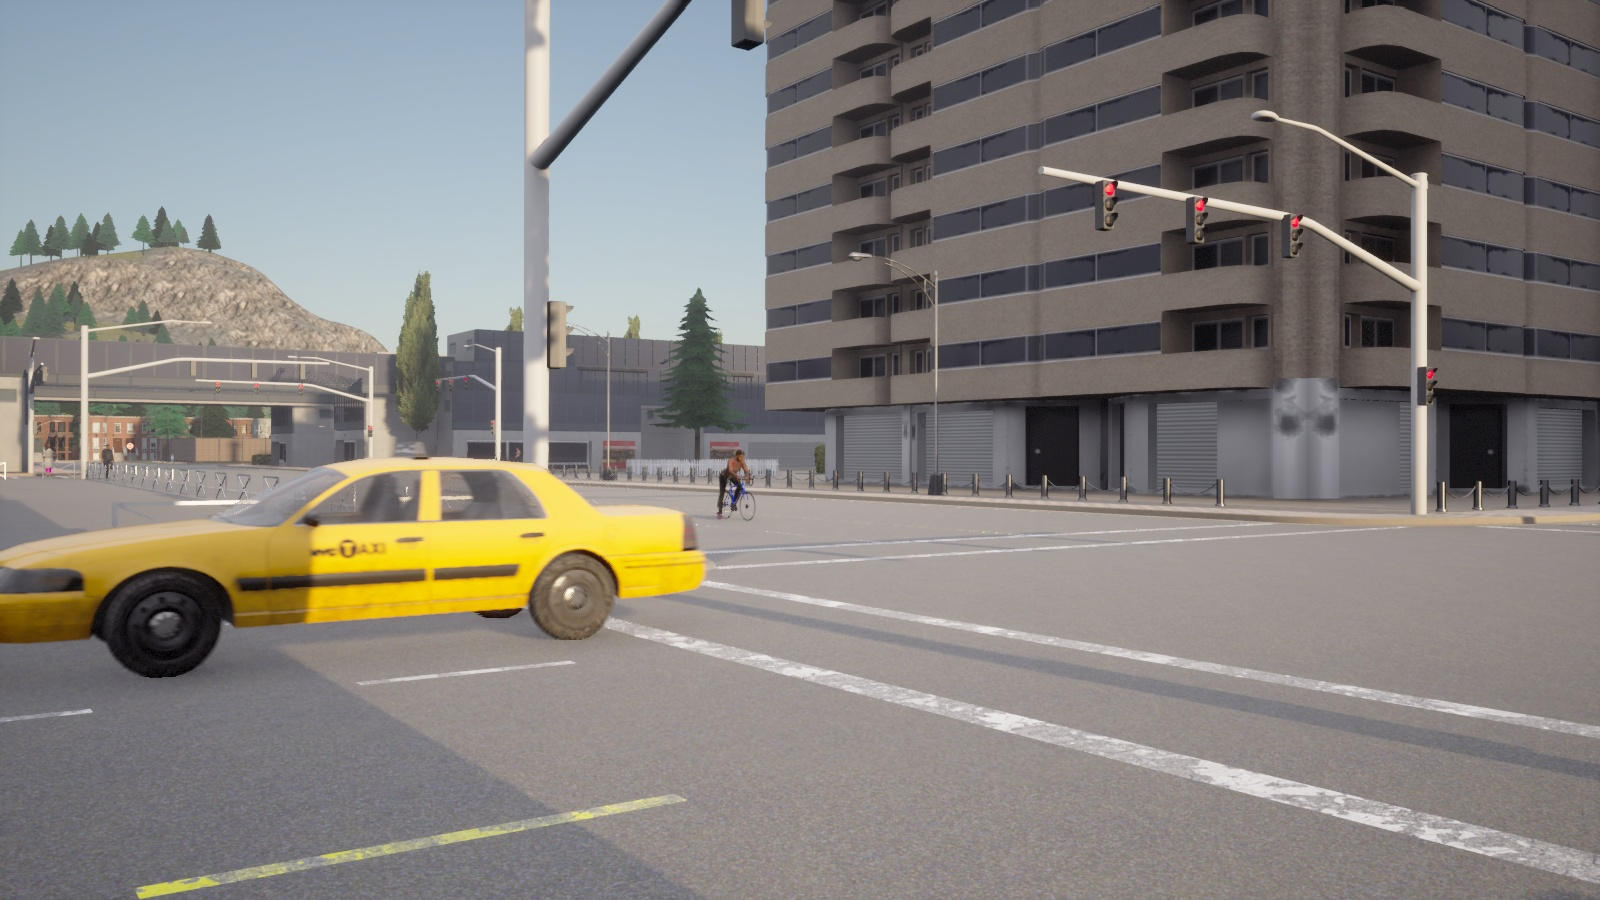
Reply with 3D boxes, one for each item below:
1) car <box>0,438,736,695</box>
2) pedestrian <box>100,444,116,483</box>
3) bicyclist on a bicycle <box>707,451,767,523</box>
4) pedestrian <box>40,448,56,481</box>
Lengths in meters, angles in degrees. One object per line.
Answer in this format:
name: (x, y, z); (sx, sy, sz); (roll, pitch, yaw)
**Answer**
car: (-3.261, 0.715, 9.920); (5.366, 1.575, 1.801); (0, 0, -35)
pedestrian: (-35.201, 0.690, 63.865); (0.788, 1.949, 0.423); (0, 0, 36)
bicyclist on a bicycle: (-1.467, 0.827, 28.998); (0.582, 1.620, 1.656); (0, 0, -35)
pedestrian: (-44.830, 0.859, 74.879); (0.659, 1.952, 0.873); (0, 0, -43)
